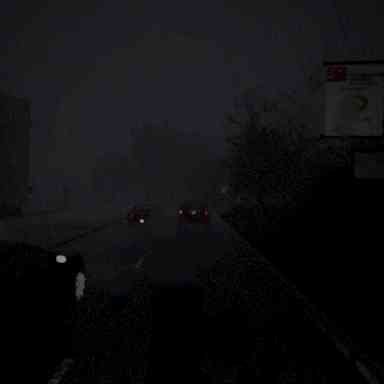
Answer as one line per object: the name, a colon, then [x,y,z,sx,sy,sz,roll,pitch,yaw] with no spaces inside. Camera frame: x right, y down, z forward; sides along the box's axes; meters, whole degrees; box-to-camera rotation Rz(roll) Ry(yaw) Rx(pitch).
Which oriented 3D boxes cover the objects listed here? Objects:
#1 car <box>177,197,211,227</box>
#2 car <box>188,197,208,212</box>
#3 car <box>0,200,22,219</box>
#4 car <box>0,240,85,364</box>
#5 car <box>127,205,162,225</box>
car: [0.105,1.280,22.409,2.097,1.767,4.553,0,1,0]
car: [0.771,1.363,38.545,1.837,1.490,4.892,-1,0,7]
car: [-15.590,1.414,26.900,2.002,1.452,4.674,-2,0,0]
car: [-3.149,1.461,4.974,1.882,1.535,5.008,0,0,0]
car: [-3.143,1.524,23.141,1.895,1.301,4.718,0,0,0]
